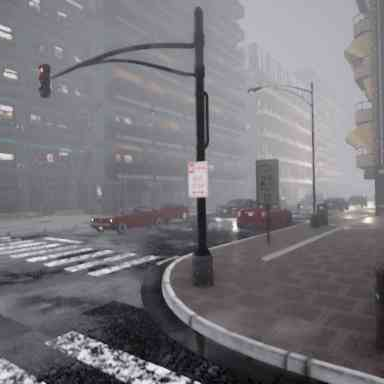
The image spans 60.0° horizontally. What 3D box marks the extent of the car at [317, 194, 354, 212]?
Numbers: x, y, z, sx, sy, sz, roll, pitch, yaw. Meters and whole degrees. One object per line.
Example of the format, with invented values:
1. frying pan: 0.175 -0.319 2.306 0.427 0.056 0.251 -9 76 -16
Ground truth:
1. car: 14.136 1.188 32.691 1.947 1.339 4.313 -1 0 36

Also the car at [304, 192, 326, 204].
1. car: 20.730 0.915 55.931 2.192 1.841 5.009 -1 0 36

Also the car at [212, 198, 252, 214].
1. car: 4.029 1.368 33.059 2.008 1.369 4.403 -1 0 36

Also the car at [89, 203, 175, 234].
1. car: -3.334 1.498 18.574 1.895 1.301 4.718 -1 0 35

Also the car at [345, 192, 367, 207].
1. car: 20.817 1.079 41.840 1.887 1.381 4.507 -1 0 36

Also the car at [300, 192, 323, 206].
1. car: 16.224 1.144 45.250 1.837 1.490 4.892 -1 -1 37

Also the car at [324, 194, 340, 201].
1. car: 27.416 1.068 65.079 2.008 1.369 4.403 -1 0 36

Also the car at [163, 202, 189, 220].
1. car: -2.003 1.443 24.954 1.887 1.381 4.507 -1 0 36

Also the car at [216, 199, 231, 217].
1. car: 4.071 1.302 28.736 1.837 1.490 4.892 -1 0 36

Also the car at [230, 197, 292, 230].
1. car: 4.204 1.193 18.905 1.967 1.590 4.097 -1 0 36

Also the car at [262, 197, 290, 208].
1. car: 10.711 1.295 42.208 1.947 1.339 4.313 -1 0 36
